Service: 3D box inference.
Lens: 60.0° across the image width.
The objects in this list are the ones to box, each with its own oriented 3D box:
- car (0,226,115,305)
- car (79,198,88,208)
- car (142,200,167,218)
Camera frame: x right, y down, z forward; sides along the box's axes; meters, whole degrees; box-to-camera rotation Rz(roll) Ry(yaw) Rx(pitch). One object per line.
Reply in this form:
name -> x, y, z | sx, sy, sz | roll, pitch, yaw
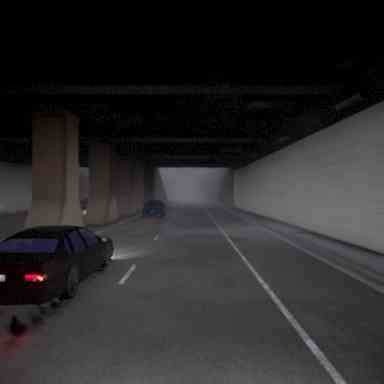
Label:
car -> -3.404, 1.555, 8.330 | 2.033, 1.411, 5.357 | 0, 0, 0
car -> -14.079, 1.527, 44.790 | 2.128, 1.511, 4.902 | 0, 0, 0
car -> -3.397, 1.503, 30.893 | 1.882, 1.535, 5.008 | 0, 0, 0
